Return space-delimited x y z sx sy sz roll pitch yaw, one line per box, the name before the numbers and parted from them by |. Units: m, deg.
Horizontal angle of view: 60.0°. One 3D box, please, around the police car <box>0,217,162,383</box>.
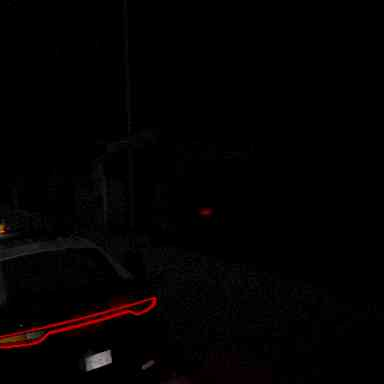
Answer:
police car | -2.440 1.360 5.161 1.930 1.638 5.238 -2 2 -37
